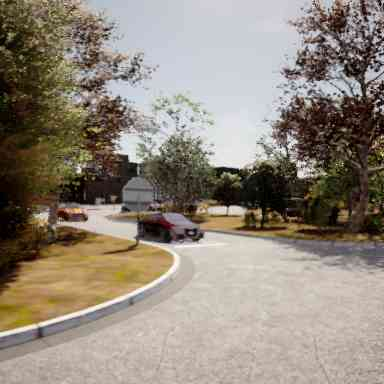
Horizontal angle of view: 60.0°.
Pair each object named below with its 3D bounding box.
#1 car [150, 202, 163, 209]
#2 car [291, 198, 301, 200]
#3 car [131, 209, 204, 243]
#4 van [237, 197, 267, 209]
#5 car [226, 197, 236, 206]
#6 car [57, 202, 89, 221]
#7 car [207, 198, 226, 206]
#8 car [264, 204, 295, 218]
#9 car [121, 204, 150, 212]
[{"bbox_3d":[-5.819,2.230,49.374,2.002,1.452,4.674,0,0,-36],"label":"car"},{"bbox_3d":[20.154,2.265,68.014,2.435,2.045,5.566,2,-1,-36],"label":"car"},{"bbox_3d":[-1.188,1.779,17.296,1.994,1.385,4.181,3,-3,-36],"label":"car"},{"bbox_3d":[11.026,2.075,61.572,1.878,1.987,4.442,1,-1,-36],"label":"van"},{"bbox_3d":[6.854,2.233,73.496,2.185,1.767,4.553,1,-1,-36],"label":"car"},{"bbox_3d":[-11.377,1.803,31.559,2.097,1.767,4.553,3,-2,-36],"label":"car"},{"bbox_3d":[4.357,2.310,71.969,1.946,1.575,5.366,1,-1,-36],"label":"car"},{"bbox_3d":[11.281,2.425,39.510,1.895,1.301,4.718,3,-3,-35],"label":"car"},{"bbox_3d":[-8.369,2.067,47.489,2.185,1.767,4.553,0,0,-35],"label":"car"}]
